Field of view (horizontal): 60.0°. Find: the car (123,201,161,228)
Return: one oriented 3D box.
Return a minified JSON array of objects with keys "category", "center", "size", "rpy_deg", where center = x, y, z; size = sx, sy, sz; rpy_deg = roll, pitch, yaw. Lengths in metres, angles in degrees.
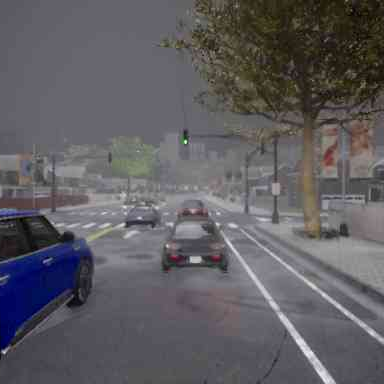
[{"category":"car","center":[-3.168,1.538,22.127],"size":[1.994,1.385,4.181],"rpy_deg":[0,0,0]}]

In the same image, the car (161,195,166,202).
[{"category":"car","center":[-6.520,1.373,69.085],"size":[1.837,1.490,4.892],"rpy_deg":[0,0,0]}]

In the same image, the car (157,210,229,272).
[{"category":"car","center":[0.094,1.514,10.593],"size":[1.812,1.442,4.674],"rpy_deg":[0,0,0]}]

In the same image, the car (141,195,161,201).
[{"category":"car","center":[-6.587,1.512,53.682],"size":[1.895,1.301,4.718],"rpy_deg":[0,0,0]}]

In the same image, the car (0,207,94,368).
[{"category":"car","center":[-3.171,1.218,4.803],"size":[2.150,2.045,5.566],"rpy_deg":[0,0,0]}]

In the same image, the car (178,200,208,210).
[{"category":"car","center":[0.084,1.322,24.230],"size":[2.097,1.767,4.553],"rpy_deg":[0,0,0]}]

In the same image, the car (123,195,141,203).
[{"category":"car","center":[-9.831,1.261,54.259],"size":[2.097,1.767,4.553],"rpy_deg":[0,0,0]}]

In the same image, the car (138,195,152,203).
[{"category":"car","center":[-9.768,1.412,69.592],"size":[2.033,1.411,5.357],"rpy_deg":[0,0,0]}]
